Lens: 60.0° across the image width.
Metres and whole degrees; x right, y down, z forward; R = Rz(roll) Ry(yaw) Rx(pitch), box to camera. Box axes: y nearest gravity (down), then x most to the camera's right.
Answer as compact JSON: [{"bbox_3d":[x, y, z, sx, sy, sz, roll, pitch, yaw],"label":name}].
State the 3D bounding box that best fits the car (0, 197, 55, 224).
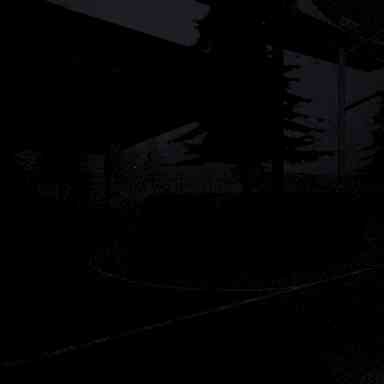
[{"bbox_3d":[-11.923,1.313,23.512,3.866,1.878,1.905,0,0,-36],"label":"car"}]
